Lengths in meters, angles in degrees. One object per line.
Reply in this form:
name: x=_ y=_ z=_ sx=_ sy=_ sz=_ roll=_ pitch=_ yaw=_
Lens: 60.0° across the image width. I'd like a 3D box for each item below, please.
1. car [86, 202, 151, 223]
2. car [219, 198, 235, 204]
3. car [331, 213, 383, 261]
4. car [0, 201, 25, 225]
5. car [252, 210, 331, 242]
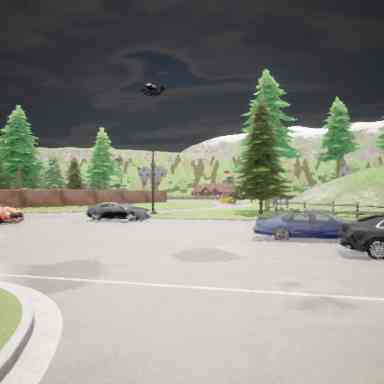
car: x=-5.554 y=1.488 z=25.153 sx=4.902 sy=1.511 sz=2.128 roll=0 pitch=0 yaw=13
car: x=6.654 y=1.454 z=62.798 sx=1.882 sy=1.535 sz=5.008 roll=1 pitch=0 yaw=-14
car: x=7.647 y=1.497 z=11.389 sx=4.892 sy=1.490 sz=1.837 roll=0 pitch=0 yaw=13
car: x=-14.253 y=1.352 z=23.537 sx=4.553 sy=1.767 sz=2.097 roll=0 pitch=0 yaw=13
car: x=5.526 y=1.540 z=15.461 sx=5.357 sy=1.411 sz=2.033 roll=0 pitch=0 yaw=13
